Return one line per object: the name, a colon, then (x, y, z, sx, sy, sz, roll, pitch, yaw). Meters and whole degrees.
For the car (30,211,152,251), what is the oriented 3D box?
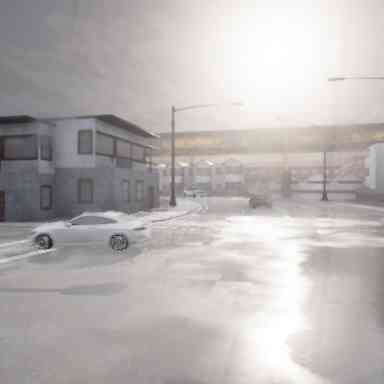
car: (-3.949, 1.493, 13.208, 4.674, 1.442, 1.812, 0, 3, 2)

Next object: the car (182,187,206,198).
car: (0.336, 0.067, 58.684, 2.150, 2.045, 5.566, 1, 0, -30)

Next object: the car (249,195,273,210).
car: (6.849, 1.022, 33.091, 1.895, 1.301, 4.718, 0, 2, 4)
